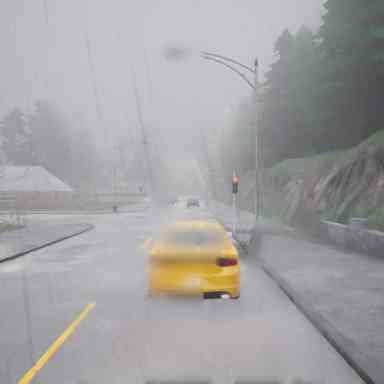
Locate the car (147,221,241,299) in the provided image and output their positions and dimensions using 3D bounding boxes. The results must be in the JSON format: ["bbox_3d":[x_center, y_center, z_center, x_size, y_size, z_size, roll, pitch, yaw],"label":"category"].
[{"bbox_3d":[0.061,1.478,8.490,1.882,1.535,5.008,0,0,1],"label":"car"}]

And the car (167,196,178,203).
[{"bbox_3d":[-3.938,1.564,68.785,1.994,1.385,4.181,0,0,1],"label":"car"}]

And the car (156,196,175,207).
[{"bbox_3d":[-4.047,1.352,49.457,2.097,1.767,4.553,0,0,0],"label":"car"}]

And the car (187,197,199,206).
[{"bbox_3d":[0.159,1.547,53.129,2.033,1.411,5.357,0,0,0],"label":"car"}]

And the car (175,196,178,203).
[{"bbox_3d":[-4.020,1.564,58.776,1.994,1.385,4.181,0,0,0],"label":"car"}]
